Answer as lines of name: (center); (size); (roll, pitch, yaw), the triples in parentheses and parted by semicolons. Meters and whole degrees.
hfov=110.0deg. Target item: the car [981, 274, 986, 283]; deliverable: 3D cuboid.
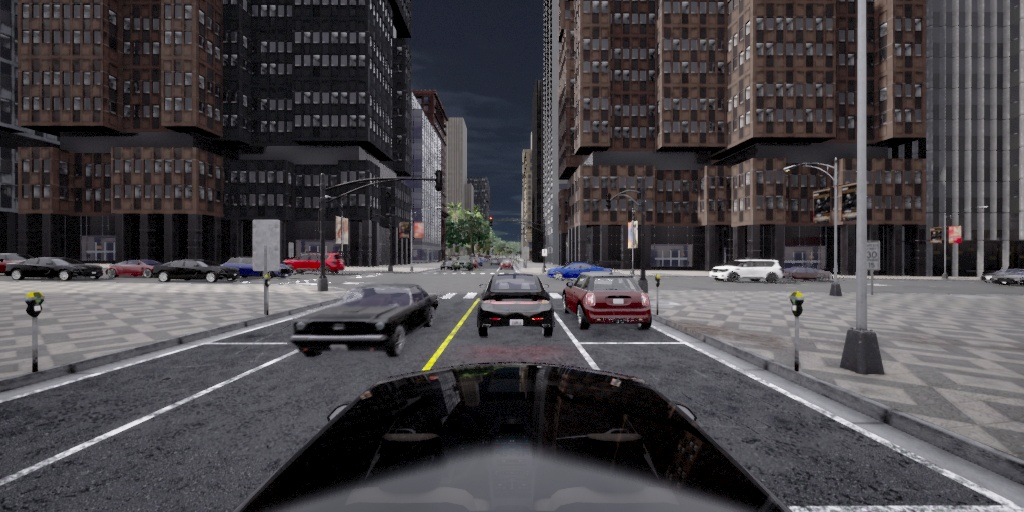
car: (48.674, 1.974, 34.761); (4.902, 1.511, 2.128); (1, 0, 0)

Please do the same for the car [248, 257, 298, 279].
car: (-19.563, 0.855, 27.554); (4.553, 1.767, 2.097); (1, 0, 0)

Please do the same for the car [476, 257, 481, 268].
car: (-6.668, 1.250, 59.362); (1.882, 1.535, 5.008); (0, 0, 0)

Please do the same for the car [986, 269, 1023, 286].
car: (45.941, 1.991, 31.509); (5.357, 1.411, 2.033); (1, 0, 0)

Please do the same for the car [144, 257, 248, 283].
car: (-21.272, 0.960, 24.288); (5.008, 1.535, 1.882); (1, 0, -1)

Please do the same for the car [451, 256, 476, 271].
car: (-6.588, 0.973, 49.372); (2.150, 2.045, 5.566); (0, 0, 0)

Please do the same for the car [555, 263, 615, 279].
car: (6.916, 1.418, 34.487); (5.357, 1.411, 2.033); (1, 0, -1)

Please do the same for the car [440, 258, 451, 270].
car: (-9.284, 1.323, 52.474); (1.948, 1.339, 4.313); (0, 0, -1)

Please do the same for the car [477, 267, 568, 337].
car: (0.076, 1.241, 10.285); (2.128, 1.511, 4.902); (0, 0, -1)

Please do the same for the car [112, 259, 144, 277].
car: (-28.206, 0.945, 27.472); (4.181, 1.385, 1.994); (1, 0, -1)

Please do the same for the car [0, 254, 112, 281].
car: (-30.739, 0.826, 24.207); (5.008, 1.535, 1.882); (1, 0, 0)

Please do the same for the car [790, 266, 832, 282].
car: (27.706, 1.719, 34.671); (5.357, 1.411, 2.033); (1, 0, 0)

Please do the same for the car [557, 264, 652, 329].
car: (2.734, 1.189, 11.171); (1.967, 1.591, 4.097); (0, 0, 0)

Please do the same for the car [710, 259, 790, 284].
car: (20.453, 1.292, 31.357); (5.566, 2.045, 2.150); (1, 0, 0)

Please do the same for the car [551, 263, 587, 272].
car: (5.531, 1.332, 31.227); (5.008, 1.535, 1.882); (1, 0, -1)

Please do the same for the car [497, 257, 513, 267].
car: (-0.759, 1.197, 52.552); (1.967, 1.591, 4.097); (0, 0, -1)

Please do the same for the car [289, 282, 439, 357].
car: (-3.134, 1.351, 8.672); (1.895, 1.301, 4.718); (0, 0, 0)

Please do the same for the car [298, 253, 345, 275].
car: (-18.962, 0.725, 34.270); (5.566, 2.045, 2.150); (1, 0, 0)
